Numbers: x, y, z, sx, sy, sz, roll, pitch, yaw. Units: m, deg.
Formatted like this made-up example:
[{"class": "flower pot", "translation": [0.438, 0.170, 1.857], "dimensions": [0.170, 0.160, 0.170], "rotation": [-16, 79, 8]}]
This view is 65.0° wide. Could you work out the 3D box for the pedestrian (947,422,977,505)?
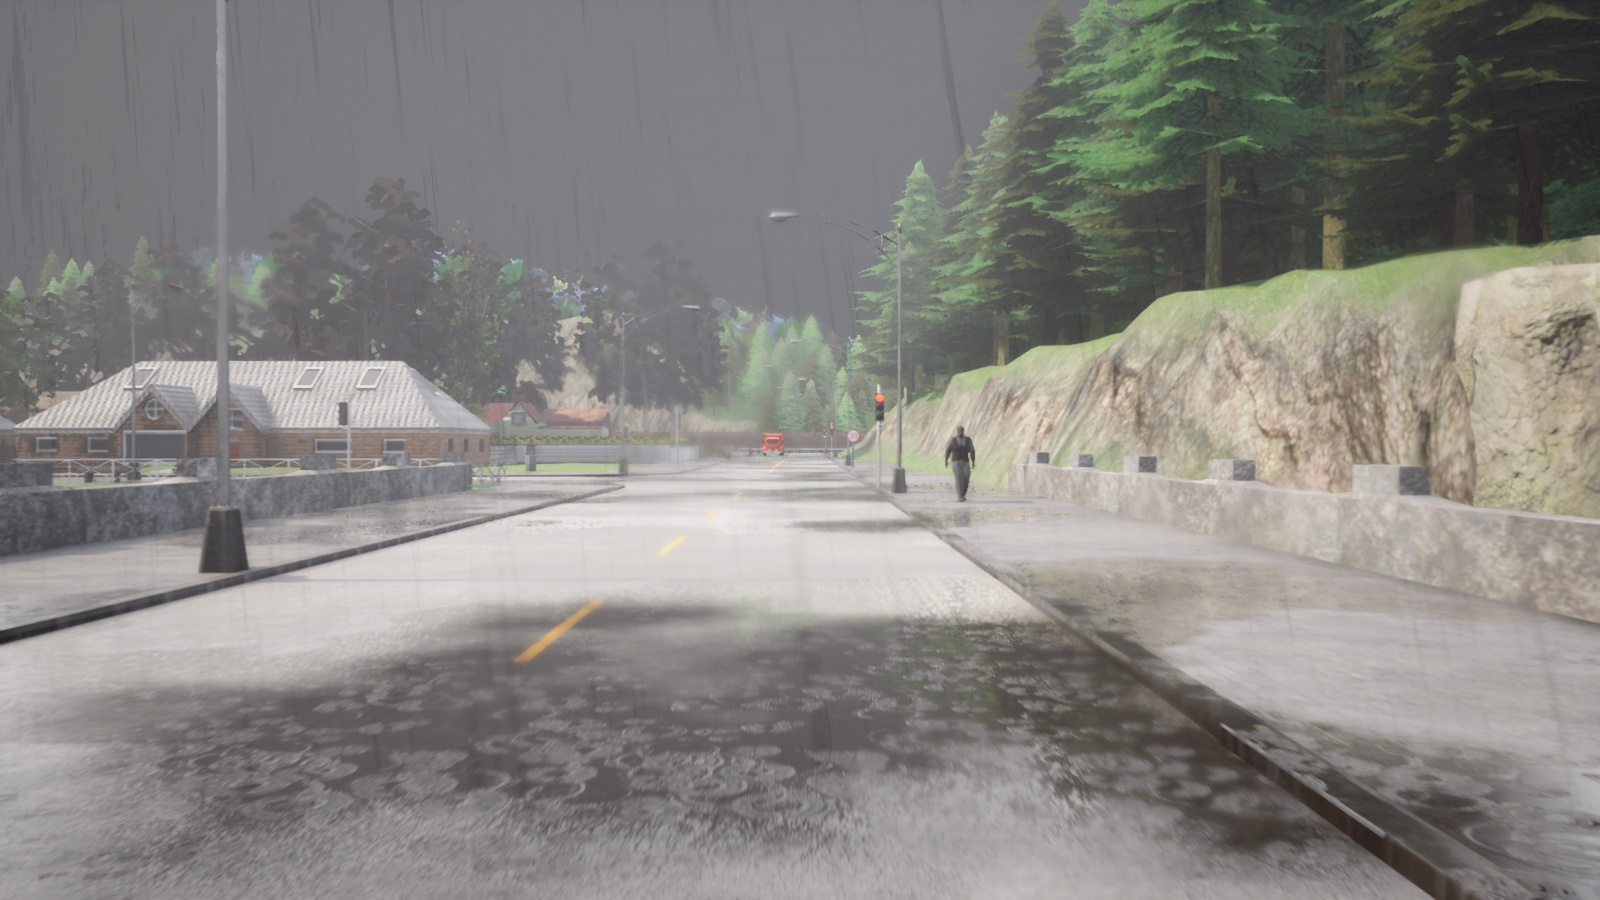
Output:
[{"class": "pedestrian", "translation": [3.710, 0.297, 28.810], "dimensions": [0.563, 1.883, 0.849], "rotation": [0, 0, 0]}]
